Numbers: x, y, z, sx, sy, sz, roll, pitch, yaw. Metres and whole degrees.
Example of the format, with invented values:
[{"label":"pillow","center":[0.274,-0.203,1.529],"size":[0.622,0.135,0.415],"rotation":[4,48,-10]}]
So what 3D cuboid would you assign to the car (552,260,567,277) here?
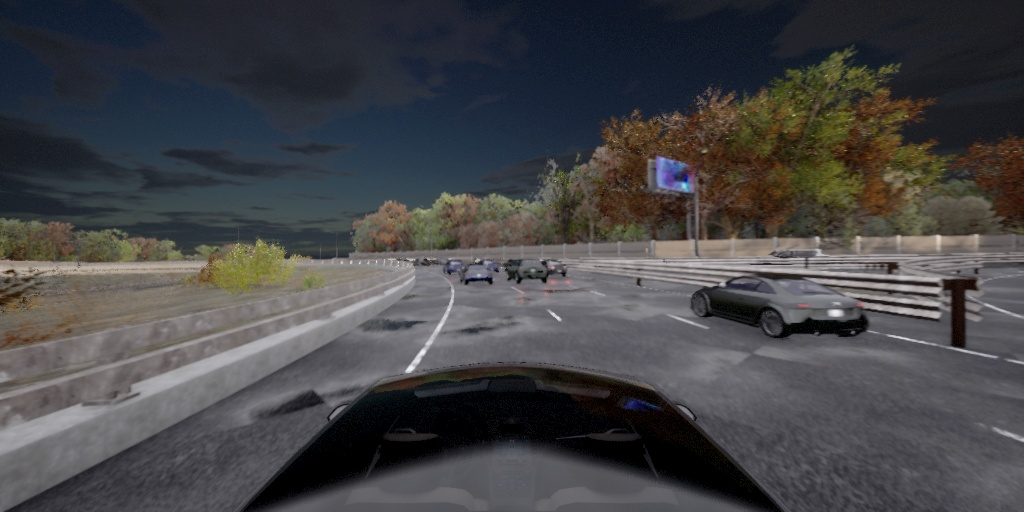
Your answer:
[{"label":"car","center":[3.235,1.037,31.111],"size":[1.812,1.442,4.674],"rotation":[-1,0,-15]}]

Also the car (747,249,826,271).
[{"label":"car","center":[23.636,0.415,31.010],"size":[5.566,2.045,2.150],"rotation":[0,1,15]}]

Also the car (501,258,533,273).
[{"label":"car","center":[0.456,0.977,39.782],"size":[1.882,1.535,5.008],"rotation":[-1,0,-19]}]

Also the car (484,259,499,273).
[{"label":"car","center":[-2.775,1.085,38.441],"size":[1.812,1.442,4.674],"rotation":[-1,0,-19]}]

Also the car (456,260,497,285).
[{"label":"car","center":[-2.573,1.204,25.322],"size":[1.994,1.385,4.181],"rotation":[-1,0,-13]}]

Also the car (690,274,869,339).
[{"label":"car","center":[6.659,1.163,9.536],"size":[1.994,1.385,4.181],"rotation":[-1,0,-4]}]

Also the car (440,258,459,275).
[{"label":"car","center":[-5.902,1.145,36.750],"size":[1.812,1.442,4.674],"rotation":[-1,0,-19]}]

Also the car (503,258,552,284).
[{"label":"car","center":[0.943,0.934,25.641],"size":[2.097,1.767,4.553],"rotation":[-1,0,-12]}]
